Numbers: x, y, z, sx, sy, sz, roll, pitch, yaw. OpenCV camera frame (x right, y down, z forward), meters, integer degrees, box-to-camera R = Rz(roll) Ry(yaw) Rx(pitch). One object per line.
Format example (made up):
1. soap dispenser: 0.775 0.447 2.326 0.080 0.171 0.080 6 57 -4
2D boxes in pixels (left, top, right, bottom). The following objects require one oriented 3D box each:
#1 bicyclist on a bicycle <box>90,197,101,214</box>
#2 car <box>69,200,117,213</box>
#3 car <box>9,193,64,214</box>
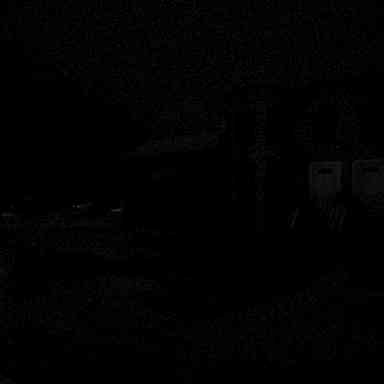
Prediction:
1. bicyclist on a bicycle: -9.426 1.344 32.352 1.656 1.620 0.582 0 1 36
2. car: -11.037 1.547 37.301 2.033 1.411 5.357 0 0 36
3. car: -16.859 1.214 36.424 2.150 2.045 5.566 0 1 36
